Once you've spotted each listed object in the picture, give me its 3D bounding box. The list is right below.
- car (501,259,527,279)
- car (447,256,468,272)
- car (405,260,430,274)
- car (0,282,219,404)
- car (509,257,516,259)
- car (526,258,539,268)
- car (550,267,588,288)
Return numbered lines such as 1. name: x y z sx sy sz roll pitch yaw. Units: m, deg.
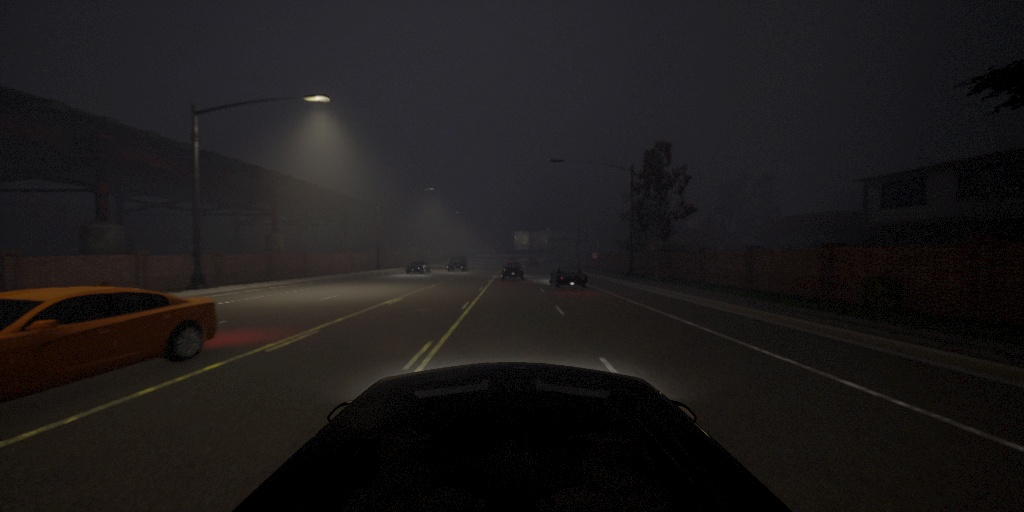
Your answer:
1. car: 0.088 1.274 31.843 1.812 1.442 4.674 0 0 0
2. car: -7.076 0.965 46.981 2.150 2.045 5.566 0 0 0
3. car: -10.561 1.255 40.564 1.837 1.490 4.892 0 0 0
4. car: -7.097 1.228 5.400 1.882 1.535 5.008 0 0 0
5. car: 0.086 1.100 62.433 2.097 1.767 4.553 0 0 0
6. car: 3.586 1.100 63.333 2.097 1.767 4.553 0 0 0
7. car: 3.596 1.350 23.621 1.895 1.301 4.718 0 0 0
